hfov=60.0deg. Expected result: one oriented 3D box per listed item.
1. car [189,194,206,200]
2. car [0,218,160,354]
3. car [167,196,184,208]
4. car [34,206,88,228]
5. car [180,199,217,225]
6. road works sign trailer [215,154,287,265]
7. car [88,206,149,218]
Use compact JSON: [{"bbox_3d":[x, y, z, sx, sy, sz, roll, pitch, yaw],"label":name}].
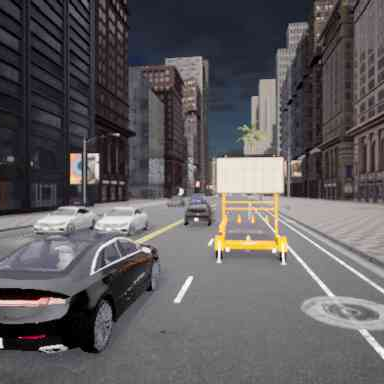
[{"bbox_3d":[0.862,1.288,50.042,2.150,2.045,5.566,0,-1,8],"label":"car"},{"bbox_3d":[-1.940,1.499,6.190,2.128,1.511,4.902,0,0,8],"label":"car"},{"bbox_3d":[-2.394,1.416,50.224,2.097,1.767,4.553,0,0,8],"label":"car"},{"bbox_3d":[-6.897,1.548,18.751,1.812,1.442,4.674,0,0,8],"label":"car"},{"bbox_3d":[0.642,1.531,24.207,1.837,1.490,4.892,0,0,8],"label":"car"},{"bbox_3d":[2.054,0.475,11.866,2.380,3.560,2.880,0,0,8],"label":"road works sign trailer"},{"bbox_3d":[-3.688,1.546,18.319,1.812,1.442,4.674,0,0,8],"label":"car"}]
